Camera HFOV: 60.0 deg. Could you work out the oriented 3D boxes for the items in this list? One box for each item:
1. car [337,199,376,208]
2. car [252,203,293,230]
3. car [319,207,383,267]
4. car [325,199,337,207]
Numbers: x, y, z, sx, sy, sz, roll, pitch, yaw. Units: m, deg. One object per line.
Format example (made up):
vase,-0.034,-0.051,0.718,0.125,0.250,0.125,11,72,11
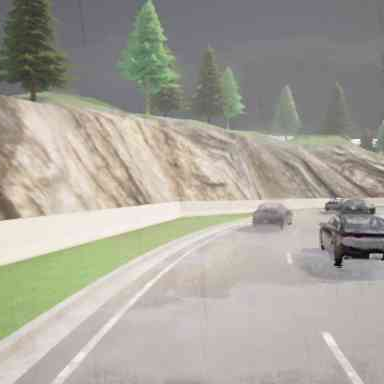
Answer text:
car,14.534,1.347,28.893,2.097,1.767,4.553,1,0,38
car,5.216,1.451,21.137,2.128,1.511,4.902,0,0,25
car,5.475,1.488,11.175,2.128,1.511,4.902,0,0,14
car,16.158,1.471,36.150,4.902,1.511,2.128,0,0,-44
